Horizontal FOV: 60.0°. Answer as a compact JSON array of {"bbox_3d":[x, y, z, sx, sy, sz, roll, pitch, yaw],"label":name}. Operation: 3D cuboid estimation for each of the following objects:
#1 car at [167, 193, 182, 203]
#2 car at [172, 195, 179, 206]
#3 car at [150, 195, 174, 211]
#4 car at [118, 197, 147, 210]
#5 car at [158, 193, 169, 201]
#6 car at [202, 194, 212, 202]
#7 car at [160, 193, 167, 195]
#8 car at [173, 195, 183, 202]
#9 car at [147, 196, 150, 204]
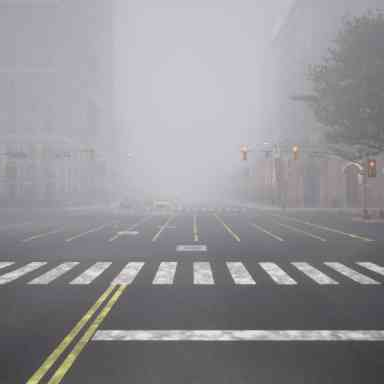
[{"bbox_3d":[-3.532,1.352,69.229,2.097,1.767,4.553,0,0,1],"label":"car"},{"bbox_3d":[-3.668,1.601,56.294,1.895,1.301,4.718,0,0,0],"label":"car"},{"bbox_3d":[-3.665,1.477,41.097,1.882,1.535,5.008,0,0,0],"label":"car"},{"bbox_3d":[-7.728,1.507,42.083,1.837,1.490,4.892,1,0,10],"label":"car"},{"bbox_3d":[-6.920,1.212,82.064,2.150,2.045,5.566,0,0,1],"label":"car"},{"bbox_3d":[3.548,1.355,78.333,2.097,1.767,4.553,0,0,1],"label":"car"},{"bbox_3d":[-7.034,1.352,68.994,2.097,1.767,4.553,0,0,1],"label":"car"},{"bbox_3d":[-3.426,1.525,81.331,2.128,1.511,4.902,0,0,1],"label":"car"},{"bbox_3d":[-7.172,1.478,56.123,1.882,1.535,5.008,0,0,0],"label":"car"}]
